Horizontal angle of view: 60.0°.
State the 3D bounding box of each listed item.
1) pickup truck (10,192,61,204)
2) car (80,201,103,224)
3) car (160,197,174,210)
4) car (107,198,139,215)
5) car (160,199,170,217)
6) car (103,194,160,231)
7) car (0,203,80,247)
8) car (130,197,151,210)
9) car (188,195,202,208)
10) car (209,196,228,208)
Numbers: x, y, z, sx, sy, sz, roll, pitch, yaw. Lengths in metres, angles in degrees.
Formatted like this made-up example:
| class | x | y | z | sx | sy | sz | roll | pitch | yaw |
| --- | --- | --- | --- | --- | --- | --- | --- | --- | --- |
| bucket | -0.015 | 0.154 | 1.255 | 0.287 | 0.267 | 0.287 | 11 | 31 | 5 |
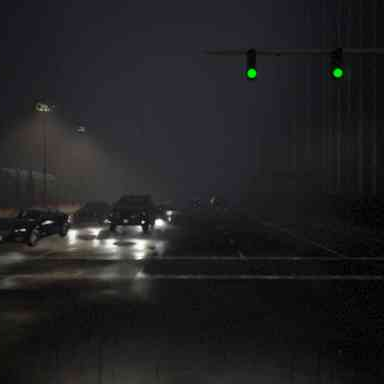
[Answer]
| class | x | y | z | sx | sy | sz | roll | pitch | yaw |
| --- | --- | --- | --- | --- | --- | --- | --- | --- | --- |
| pickup truck | -19.836 | 0.985 | 42.379 | 2.390 | 2.098 | 6.274 | 0 | 0 | 31 |
| car | -6.985 | 1.435 | 24.279 | 1.882 | 1.535 | 5.008 | 0 | 0 | 1 |
| car | -3.302 | 1.406 | 40.928 | 1.882 | 1.535 | 5.008 | 0 | 0 | 1 |
| car | -6.890 | 1.433 | 33.827 | 2.128 | 1.511 | 4.902 | 0 | 0 | 1 |
| car | -3.420 | 1.548 | 30.490 | 1.895 | 1.301 | 4.718 | 0 | 0 | 1 |
| car | -3.519 | 1.186 | 20.542 | 2.150 | 2.045 | 5.566 | 0 | 0 | 1 |
| car | -7.147 | 1.466 | 14.978 | 2.128 | 1.511 | 4.902 | 0 | 0 | 3 |
| car | -6.759 | 1.401 | 43.779 | 1.882 | 1.535 | 5.008 | 0 | 0 | 1 |
| car | 0.433 | 1.518 | 47.249 | 1.895 | 1.301 | 4.718 | 0 | 0 | 1 |
| car | 3.927 | 1.410 | 46.698 | 2.128 | 1.511 | 4.902 | 0 | 0 | 1 |
